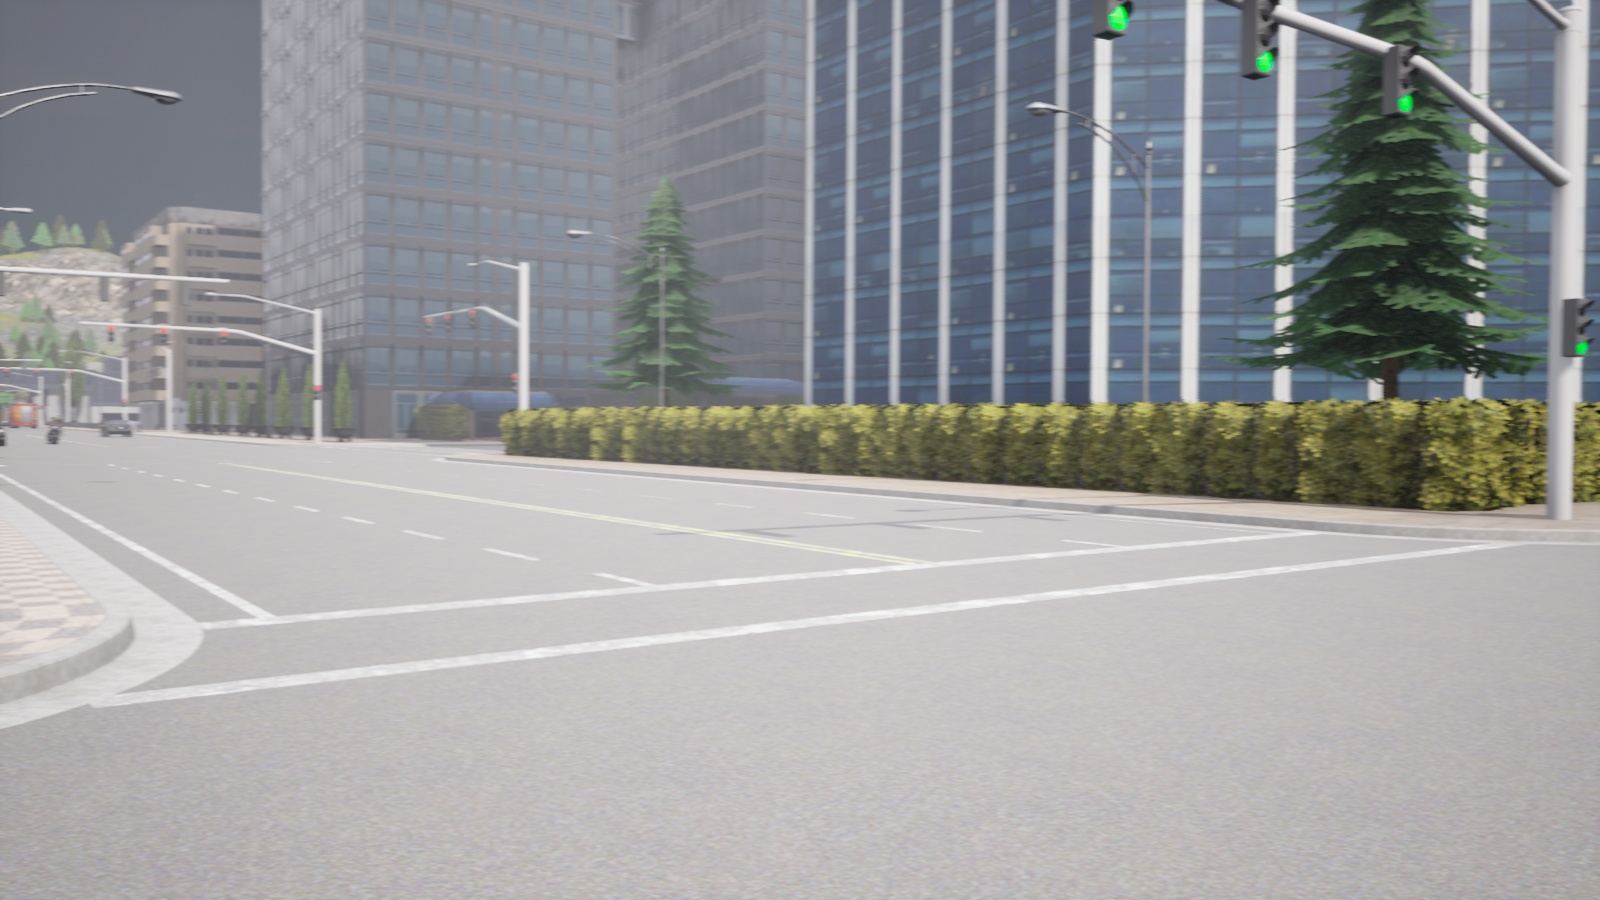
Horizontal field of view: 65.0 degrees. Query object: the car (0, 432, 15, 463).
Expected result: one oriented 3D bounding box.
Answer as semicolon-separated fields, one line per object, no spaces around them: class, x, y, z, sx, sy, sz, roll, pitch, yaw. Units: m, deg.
car;-43.423;-0.121;67.443;1.851;1.617;3.988;-2;2;-36
